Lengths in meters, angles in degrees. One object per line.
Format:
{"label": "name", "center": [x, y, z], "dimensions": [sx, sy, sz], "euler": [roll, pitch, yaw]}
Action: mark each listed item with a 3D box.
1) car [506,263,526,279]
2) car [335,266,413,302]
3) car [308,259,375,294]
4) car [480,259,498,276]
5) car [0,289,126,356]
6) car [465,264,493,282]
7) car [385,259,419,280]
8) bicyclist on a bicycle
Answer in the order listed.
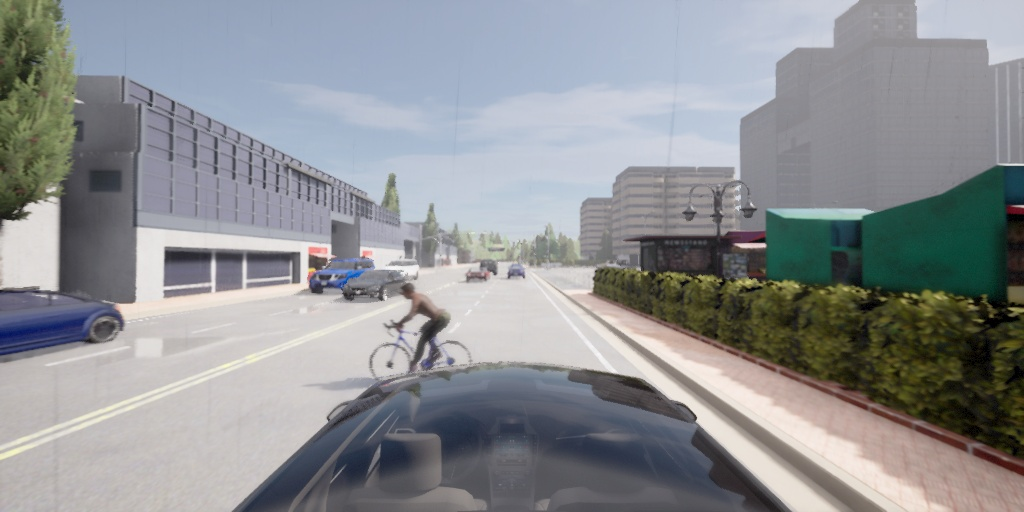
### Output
{"label": "car", "center": [0.473, 1.685, 38.785], "dimensions": [1.812, 1.442, 4.674], "euler": [0, -1, 1]}
{"label": "car", "center": [-6.883, 1.439, 18.558], "dimensions": [1.837, 1.490, 4.892], "euler": [0, -1, 1]}
{"label": "car", "center": [-10.300, 1.198, 22.461], "dimensions": [2.150, 2.045, 5.566], "euler": [0, -1, 1]}
{"label": "car", "center": [-2.998, 1.461, 46.162], "dimensions": [2.150, 2.045, 5.566], "euler": [0, -1, 1]}
{"label": "car", "center": [-10.558, 1.370, 7.088], "dimensions": [1.994, 1.385, 4.181], "euler": [0, -1, 1]}
{"label": "car", "center": [-3.112, 1.702, 33.592], "dimensions": [1.895, 1.301, 4.718], "euler": [0, -1, 1]}
{"label": "car", "center": [-10.203, 1.314, 33.097], "dimensions": [2.150, 2.045, 5.566], "euler": [0, -1, 1]}
{"label": "bicyclist on a bicycle", "center": [-1.474, 1.246, 5.724], "dimensions": [1.656, 1.620, 0.582], "euler": [-2, -1, 0]}
